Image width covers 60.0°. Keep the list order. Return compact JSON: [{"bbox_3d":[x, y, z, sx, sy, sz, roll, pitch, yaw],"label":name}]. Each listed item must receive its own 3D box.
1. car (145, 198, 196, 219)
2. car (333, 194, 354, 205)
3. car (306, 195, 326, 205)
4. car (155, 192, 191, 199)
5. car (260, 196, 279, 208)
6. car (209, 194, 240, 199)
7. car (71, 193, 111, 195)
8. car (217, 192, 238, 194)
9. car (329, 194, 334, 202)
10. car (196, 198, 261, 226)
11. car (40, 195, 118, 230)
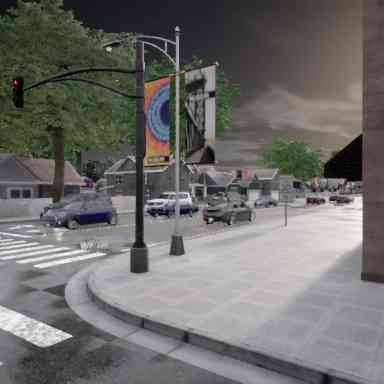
[{"bbox_3d":[-1.493,1.462,28.073,1.895,1.301,4.718,0,0,36],"label":"car"},{"bbox_3d":[24.342,1.187,52.665,1.837,1.490,4.892,0,1,36],"label":"car"},{"bbox_3d":[18.963,1.181,50.732,1.882,1.535,5.008,0,0,36],"label":"car"},{"bbox_3d":[-2.174,1.063,32.683,2.150,2.045,5.566,0,0,35],"label":"car"},{"bbox_3d":[9.788,1.248,43.778,2.128,1.511,4.902,0,0,36],"label":"car"},{"bbox_3d":[3.989,1.287,35.715,1.882,1.535,5.008,0,0,35],"label":"car"},{"bbox_3d":[-8.170,1.120,24.368,2.150,2.045,5.566,0,0,34],"label":"car"},{"bbox_3d":[4.083,1.004,41.412,2.150,2.045,5.566,0,0,35],"label":"car"},{"bbox_3d":[26.656,1.146,61.484,1.837,1.490,4.892,0,0,36],"label":"car"},{"bbox_3d":[2.574,1.383,22.244,1.837,1.490,4.892,0,1,36],"label":"car"},{"bbox_3d":[-6.823,1.264,20.609,2.097,1.767,4.553,0,0,35],"label":"car"}]
